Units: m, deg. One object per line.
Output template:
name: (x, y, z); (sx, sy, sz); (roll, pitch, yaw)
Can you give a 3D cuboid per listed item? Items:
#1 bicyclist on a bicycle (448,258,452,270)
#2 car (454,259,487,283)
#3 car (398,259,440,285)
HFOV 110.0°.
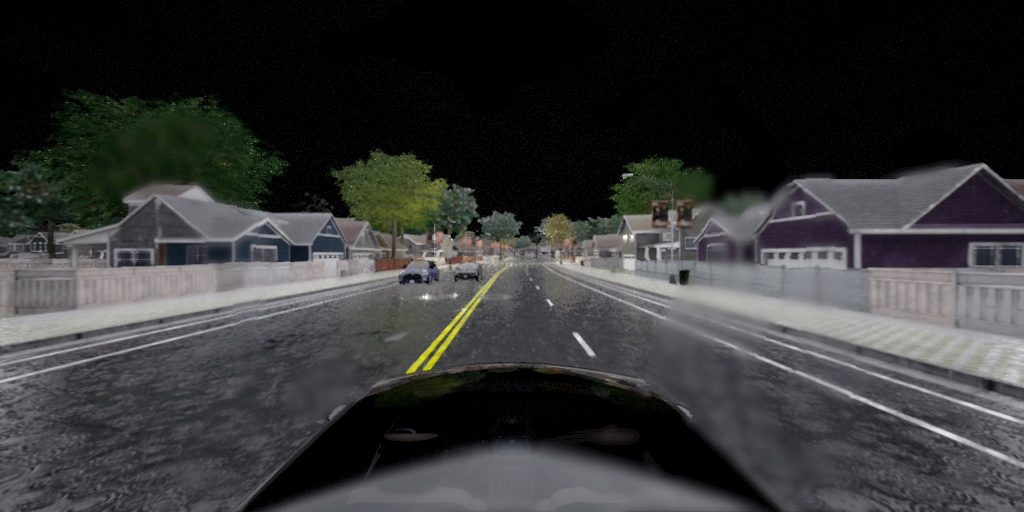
bicyclist on a bicycle: (-8.411, 1.129, 48.739); (0.582, 1.620, 1.656); (0, 1, 2)
car: (-3.340, 1.210, 28.411); (1.882, 1.535, 5.008); (0, 0, 0)
car: (-6.593, 1.088, 25.906); (2.097, 1.767, 4.553); (0, 0, 0)
